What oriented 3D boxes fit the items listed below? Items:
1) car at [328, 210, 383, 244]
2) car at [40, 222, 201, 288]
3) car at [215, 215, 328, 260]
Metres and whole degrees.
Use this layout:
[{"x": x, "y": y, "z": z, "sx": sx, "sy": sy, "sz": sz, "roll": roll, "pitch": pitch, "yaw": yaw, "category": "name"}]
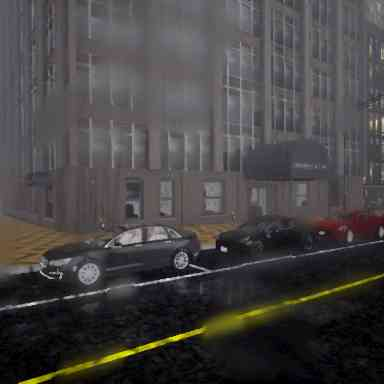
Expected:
[{"x": 7.474, "y": 1.541, "z": 15.764, "sx": 4.507, "sy": 1.381, "sz": 1.887, "roll": 0, "pitch": -1, "yaw": -35, "category": "car"}, {"x": -1.780, "y": 1.549, "z": 9.163, "sx": 4.403, "sy": 1.369, "sz": 2.008, "roll": 0, "pitch": -1, "yaw": -35, "category": "car"}, {"x": 2.847, "y": 1.563, "z": 12.463, "sx": 4.313, "sy": 1.339, "sz": 1.947, "roll": 0, "pitch": -1, "yaw": -35, "category": "car"}]
